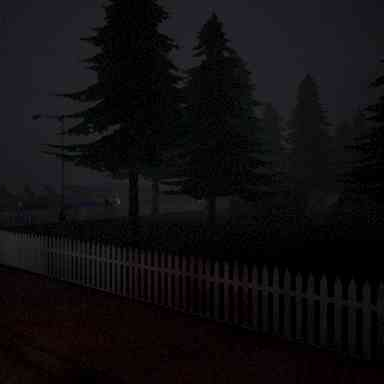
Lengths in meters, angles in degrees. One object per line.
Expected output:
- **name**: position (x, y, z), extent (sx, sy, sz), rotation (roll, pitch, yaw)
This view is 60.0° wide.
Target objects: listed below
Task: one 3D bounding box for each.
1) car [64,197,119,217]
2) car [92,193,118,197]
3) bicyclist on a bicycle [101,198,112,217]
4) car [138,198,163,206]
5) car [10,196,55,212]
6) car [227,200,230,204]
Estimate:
- **car**: position (-9.505, 1.477, 31.120), extent (1.882, 1.535, 5.008), rotation (0, 0, 34)
- **car**: position (-12.522, 1.222, 45.700), extent (2.150, 2.045, 5.566), rotation (0, 0, 34)
- **bicyclist on a bicycle**: position (-7.164, 1.302, 27.830), extent (1.656, 1.620, 0.582), rotation (0, 0, 34)
- **car**: position (-6.785, 1.492, 54.088), extent (2.128, 1.511, 4.902), rotation (0, 0, 35)
- **car**: position (-18.018, 1.352, 37.625), extent (2.097, 1.767, 4.553), rotation (0, 0, 34)
- **car**: position (5.130, 1.225, 52.657), extent (2.150, 2.045, 5.566), rotation (0, 0, 34)
